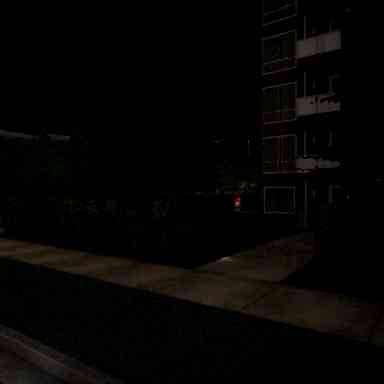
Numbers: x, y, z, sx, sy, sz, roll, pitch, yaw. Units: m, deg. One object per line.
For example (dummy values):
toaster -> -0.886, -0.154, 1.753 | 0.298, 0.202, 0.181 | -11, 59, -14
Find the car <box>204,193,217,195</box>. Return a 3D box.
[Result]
car -> 3.730, 1.223, 56.210 | 2.150, 2.045, 5.566 | 0, 0, 36

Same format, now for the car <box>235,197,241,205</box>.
car -> 9.302, 1.478, 58.069 | 1.882, 1.535, 5.008 | 0, 0, 36
